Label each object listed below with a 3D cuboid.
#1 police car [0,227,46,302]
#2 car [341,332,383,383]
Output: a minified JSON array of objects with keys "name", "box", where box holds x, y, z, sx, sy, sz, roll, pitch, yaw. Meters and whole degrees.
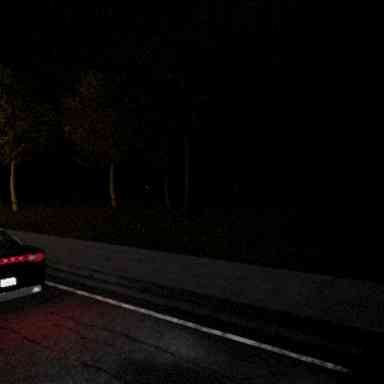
[{"name":"police car","box":[-5.326,1.370,7.364,5.238,1.638,1.930,0,0,36]},{"name":"car","box":[3.146,1.613,1.444,4.718,1.301,1.895,0,0,36]}]
